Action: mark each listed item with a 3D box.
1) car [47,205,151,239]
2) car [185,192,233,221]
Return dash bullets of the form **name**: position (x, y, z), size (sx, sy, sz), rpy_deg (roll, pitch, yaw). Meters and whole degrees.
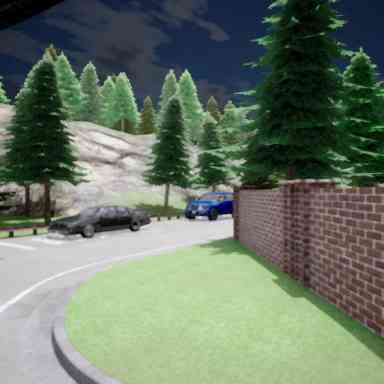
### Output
- **car**: position (-4.377, 1.380, 16.721), size (2.033, 1.411, 5.357), rpy_deg (0, 0, 35)
- **car**: position (1.718, 1.052, 25.531), size (2.150, 2.045, 5.566), rpy_deg (0, 0, 35)
